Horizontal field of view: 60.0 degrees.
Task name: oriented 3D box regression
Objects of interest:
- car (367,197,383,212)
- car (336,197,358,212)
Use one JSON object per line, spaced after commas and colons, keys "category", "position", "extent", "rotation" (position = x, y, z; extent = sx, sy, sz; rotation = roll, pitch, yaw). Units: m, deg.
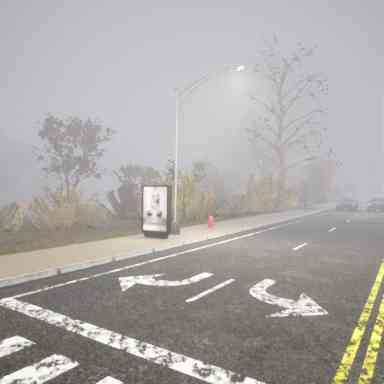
{"category": "car", "position": [21.404, 1.393, 38.192], "extent": [2.097, 1.767, 4.553], "rotation": [0, 0, 30]}
{"category": "car", "position": [18.596, 1.390, 39.829], "extent": [2.097, 1.767, 4.553], "rotation": [0, 0, 30]}
